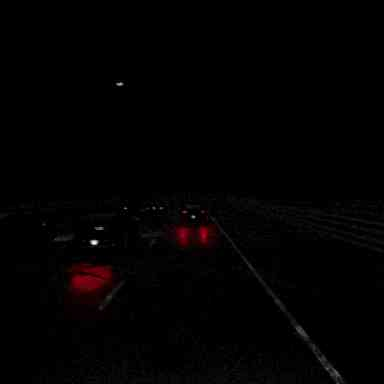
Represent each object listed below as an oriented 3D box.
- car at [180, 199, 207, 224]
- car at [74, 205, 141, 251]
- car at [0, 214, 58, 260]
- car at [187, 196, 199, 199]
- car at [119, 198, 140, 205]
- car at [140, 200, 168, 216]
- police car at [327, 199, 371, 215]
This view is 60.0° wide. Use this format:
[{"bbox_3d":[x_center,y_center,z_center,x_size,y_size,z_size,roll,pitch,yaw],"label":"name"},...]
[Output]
[{"bbox_3d":[0.107,1.503,24.631,1.812,1.442,4.674,0,0,0],"label":"car"},{"bbox_3d":[-3.396,1.491,13.970,1.837,1.490,4.892,0,0,0],"label":"car"},{"bbox_3d":[-6.901,1.535,12.405,2.033,1.411,5.357,0,0,0],"label":"car"},{"bbox_3d":[0.107,1.318,41.857,2.097,1.767,4.553,0,0,0],"label":"car"},{"bbox_3d":[-6.897,1.473,36.867,1.837,1.490,4.892,0,0,0],"label":"car"},{"bbox_3d":[-3.397,1.519,32.422,2.033,1.411,5.357,0,0,0],"label":"car"},{"bbox_3d":[16.489,1.519,35.387,1.930,1.638,5.238,0,0,-17],"label":"police car"}]
